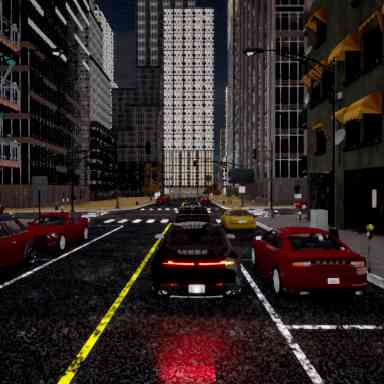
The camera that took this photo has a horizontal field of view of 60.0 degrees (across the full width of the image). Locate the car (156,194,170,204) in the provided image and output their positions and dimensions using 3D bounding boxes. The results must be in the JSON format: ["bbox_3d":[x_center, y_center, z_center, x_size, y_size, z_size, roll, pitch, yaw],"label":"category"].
[{"bbox_3d":[-5.821,1.540,63.062,1.887,1.381,4.507,-1,0,0],"label":"car"}]

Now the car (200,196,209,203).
[{"bbox_3d":[2.548,1.520,68.807,1.752,1.417,4.829,-1,0,0],"label":"car"}]

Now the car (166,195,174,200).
[{"bbox_3d":[-5.875,1.541,90.859,1.887,1.381,4.507,-1,0,0],"label":"car"}]

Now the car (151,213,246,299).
[{"bbox_3d":[0.082,1.503,8.434,1.837,1.490,4.892,0,0,0],"label":"car"}]

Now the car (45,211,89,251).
[{"bbox_3d":[-5.726,1.542,14.026,1.887,1.381,4.507,-1,0,0],"label":"car"}]

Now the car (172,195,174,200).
[{"bbox_3d":[-5.845,1.310,74.181,2.192,1.841,5.009,-1,0,0],"label":"car"}]

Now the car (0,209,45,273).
[{"bbox_3d":[-5.716,1.438,8.502,1.967,1.590,4.097,-1,0,0],"label":"car"}]

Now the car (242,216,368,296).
[{"bbox_3d":[2.666,1.543,8.504,1.887,1.381,4.507,-1,0,0],"label":"car"}]

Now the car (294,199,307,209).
[{"bbox_3d":[14.176,1.254,38.698,4.507,1.381,1.887,-1,1,-1],"label":"car"}]

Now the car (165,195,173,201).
[{"bbox_3d":[-5.865,1.521,85.130,1.752,1.417,4.829,-1,0,0],"label":"car"}]

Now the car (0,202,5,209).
[{"bbox_3d":[-23.922,1.744,38.300,4.097,1.590,1.967,-1,1,-1],"label":"car"}]

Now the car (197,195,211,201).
[{"bbox_3d":[2.558,1.435,63.077,1.967,1.590,4.097,-1,0,0],"label":"car"}]

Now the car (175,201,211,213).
[{"bbox_3d":[0.060,1.475,18.706,1.882,1.535,5.008,0,0,0],"label":"car"}]

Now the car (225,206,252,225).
[{"bbox_3d":[2.644,1.522,19.721,1.752,1.417,4.829,-1,0,0],"label":"car"}]

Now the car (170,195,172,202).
[{"bbox_3d":[-5.834,1.310,68.622,2.192,1.841,5.009,-1,0,0],"label":"car"}]
